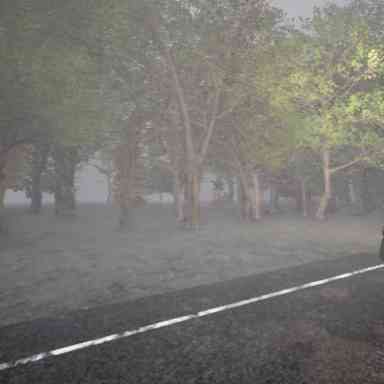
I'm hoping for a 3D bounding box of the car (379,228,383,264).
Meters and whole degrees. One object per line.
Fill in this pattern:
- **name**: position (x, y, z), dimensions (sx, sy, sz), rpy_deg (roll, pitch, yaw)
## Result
- **car**: position (7.329, 1.221, 9.089), dimensions (5.566, 2.045, 2.150), rpy_deg (0, 0, -35)
